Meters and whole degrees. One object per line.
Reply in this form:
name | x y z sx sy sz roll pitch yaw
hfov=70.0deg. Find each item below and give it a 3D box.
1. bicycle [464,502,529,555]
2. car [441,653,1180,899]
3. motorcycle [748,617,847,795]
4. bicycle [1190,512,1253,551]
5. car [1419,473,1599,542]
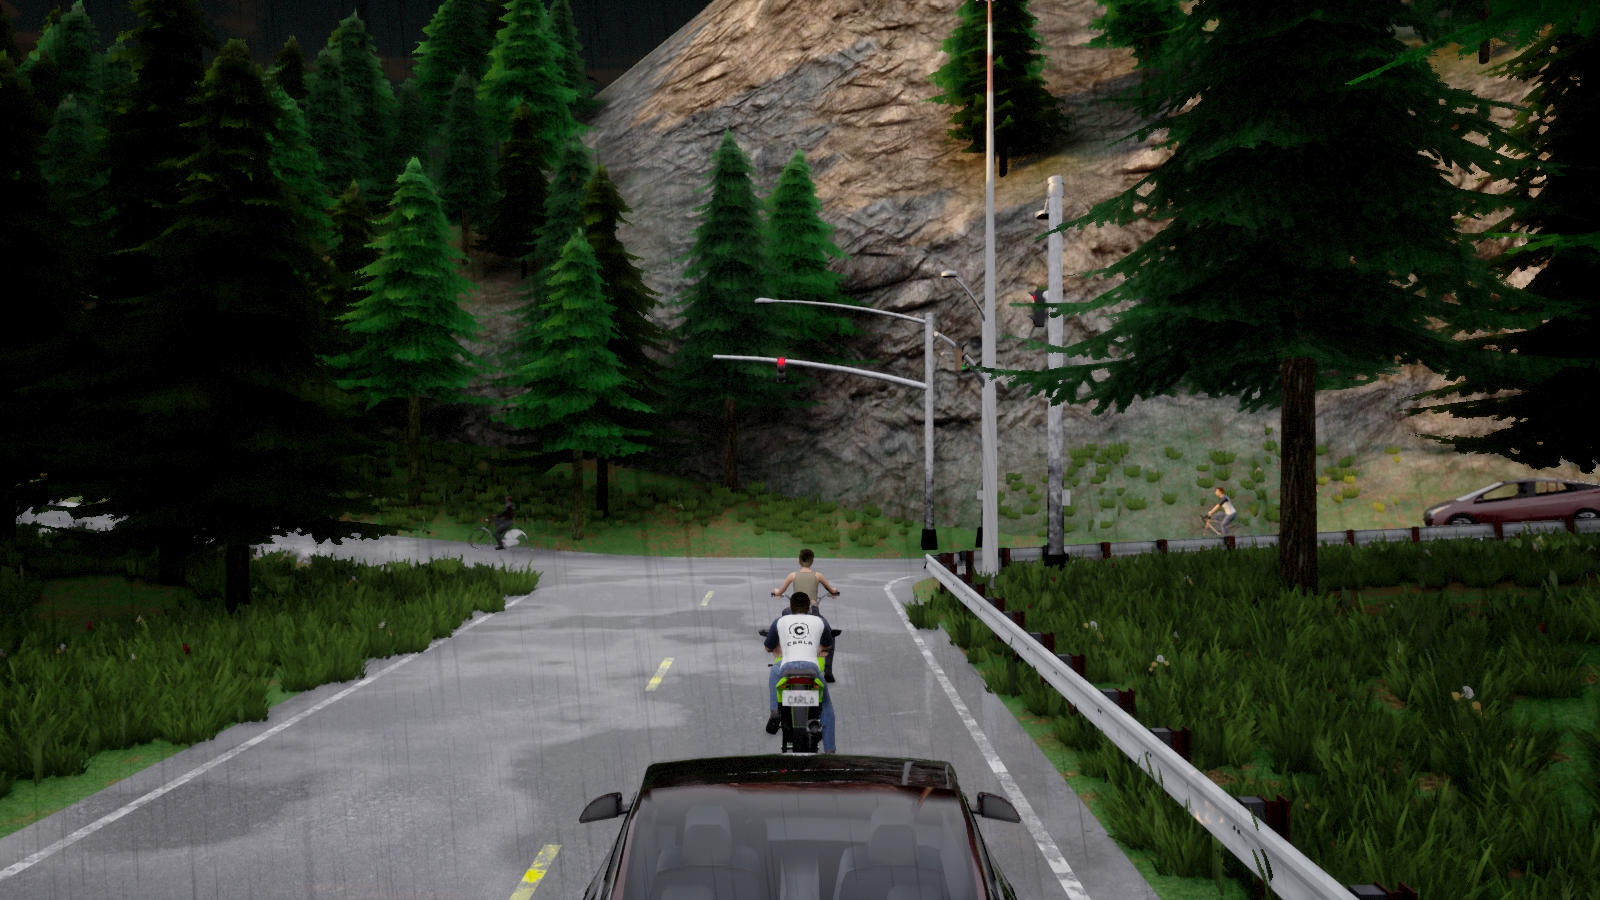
bicycle | -9.365 2.410 35.209 1.835 1.471 0.329 4 1 5
car | 0.029 2.063 5.012 2.163 1.488 4.792 0 0 0
motorcycle | -0.020 2.213 10.238 0.803 1.145 2.033 0 0 0
bicycle | 12.348 2.386 33.467 1.643 1.024 0.373 -5 -2 21
car | 19.342 1.545 30.709 4.514 1.525 2.007 -5 -2 24
